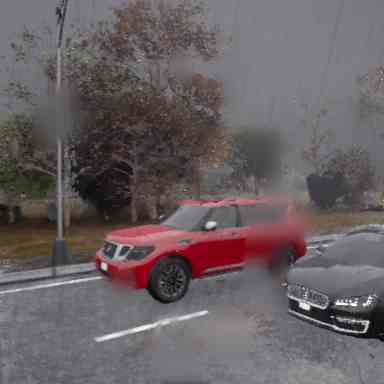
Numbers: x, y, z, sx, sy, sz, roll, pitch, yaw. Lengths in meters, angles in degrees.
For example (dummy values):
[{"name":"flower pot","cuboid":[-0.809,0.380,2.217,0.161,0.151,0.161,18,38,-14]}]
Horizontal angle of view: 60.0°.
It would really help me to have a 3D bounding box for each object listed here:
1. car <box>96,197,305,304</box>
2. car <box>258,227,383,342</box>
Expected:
[{"name":"car","cuboid":[0.495,1.181,8.418,5.566,2.045,2.150,0,0,-33]},{"name":"car","cuboid":[3.759,1.470,6.342,4.892,1.490,1.837,0,0,-32]}]
